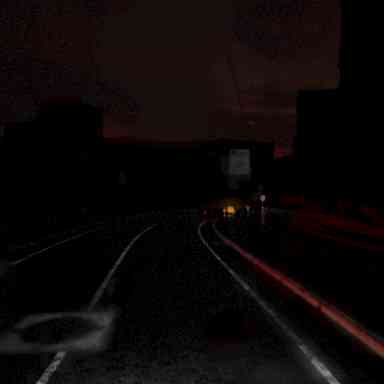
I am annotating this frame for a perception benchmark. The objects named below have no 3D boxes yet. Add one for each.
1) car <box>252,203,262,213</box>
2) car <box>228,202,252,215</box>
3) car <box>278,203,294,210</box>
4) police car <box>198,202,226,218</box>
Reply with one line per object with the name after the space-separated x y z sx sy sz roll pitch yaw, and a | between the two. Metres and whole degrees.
9.013 2.409 50.134 1.837 1.490 4.892 3 0 36 | car
6.036 2.212 45.517 1.801 1.575 5.366 2 0 29 | car
19.157 2.888 65.890 4.718 1.301 1.895 3 2 -34 | car
2.173 1.970 36.795 1.930 1.638 5.238 1 -1 18 | police car
